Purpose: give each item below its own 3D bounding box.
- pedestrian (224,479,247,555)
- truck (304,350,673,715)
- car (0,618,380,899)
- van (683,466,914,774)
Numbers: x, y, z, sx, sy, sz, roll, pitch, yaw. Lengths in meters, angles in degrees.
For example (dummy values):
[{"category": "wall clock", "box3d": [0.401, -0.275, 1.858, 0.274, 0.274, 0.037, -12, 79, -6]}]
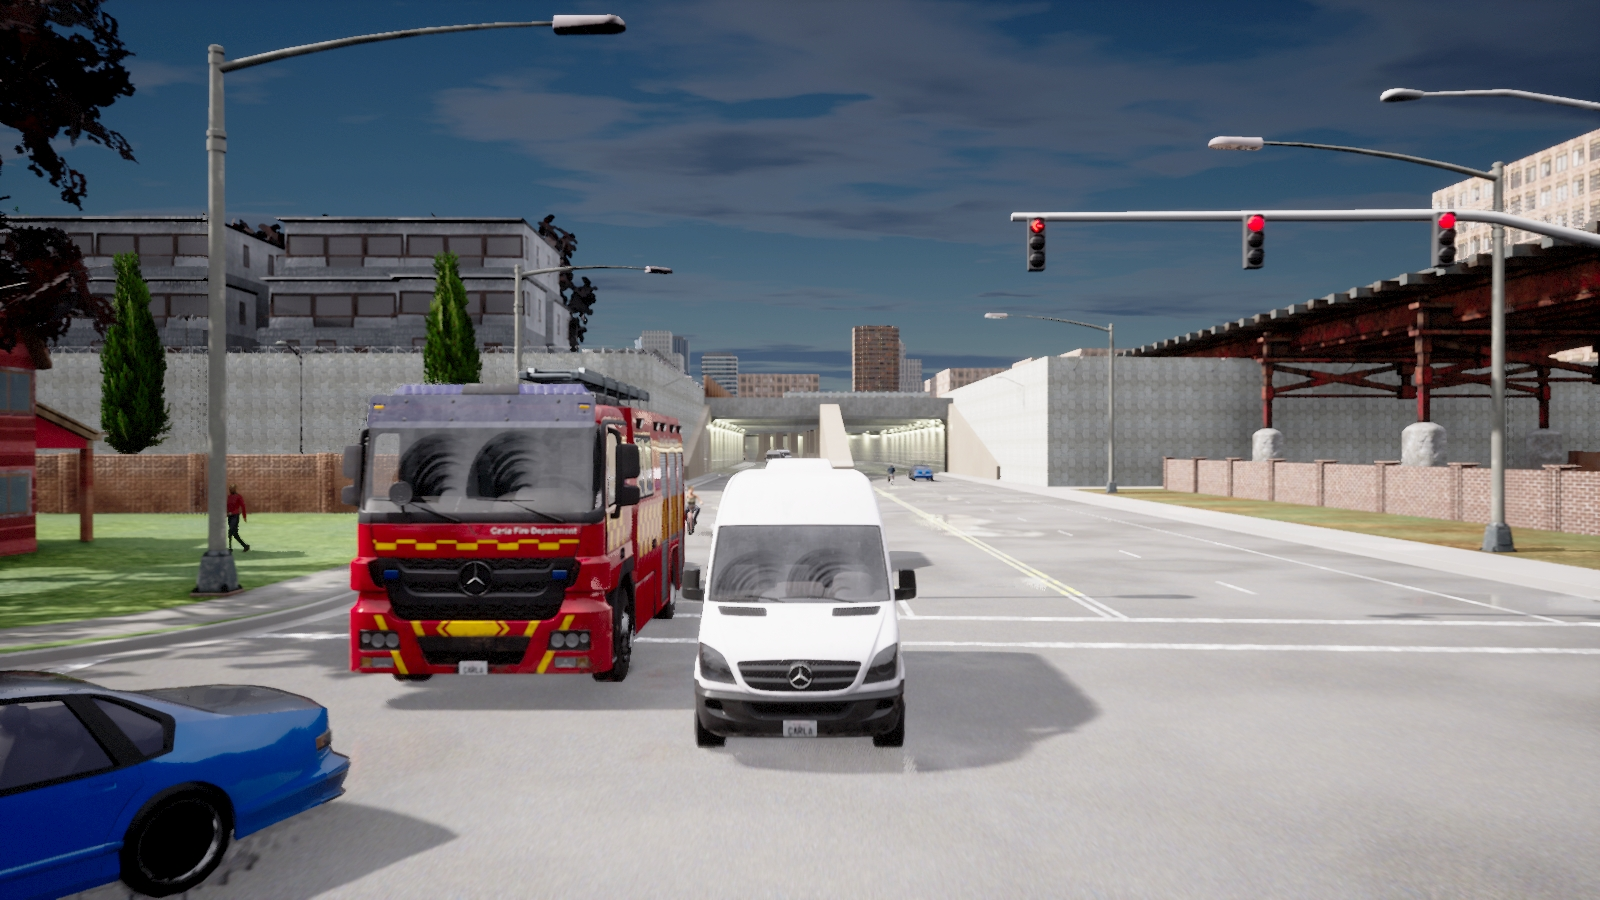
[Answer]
[{"category": "pedestrian", "box3d": [-14.126, 1.670, 28.591, 0.375, 1.860, 0.375, 0, 0, 19]}, {"category": "truck", "box3d": [-3.741, 0.866, 16.231, 2.891, 3.827, 8.468, 0, 0, 0]}, {"category": "car", "box3d": [-5.386, 2.086, 6.608, 2.033, 1.411, 5.357, 0, 0, 35]}, {"category": "van", "box3d": [-0.014, 1.511, 12.814, 1.988, 2.561, 5.915, 0, 0, 0]}]
